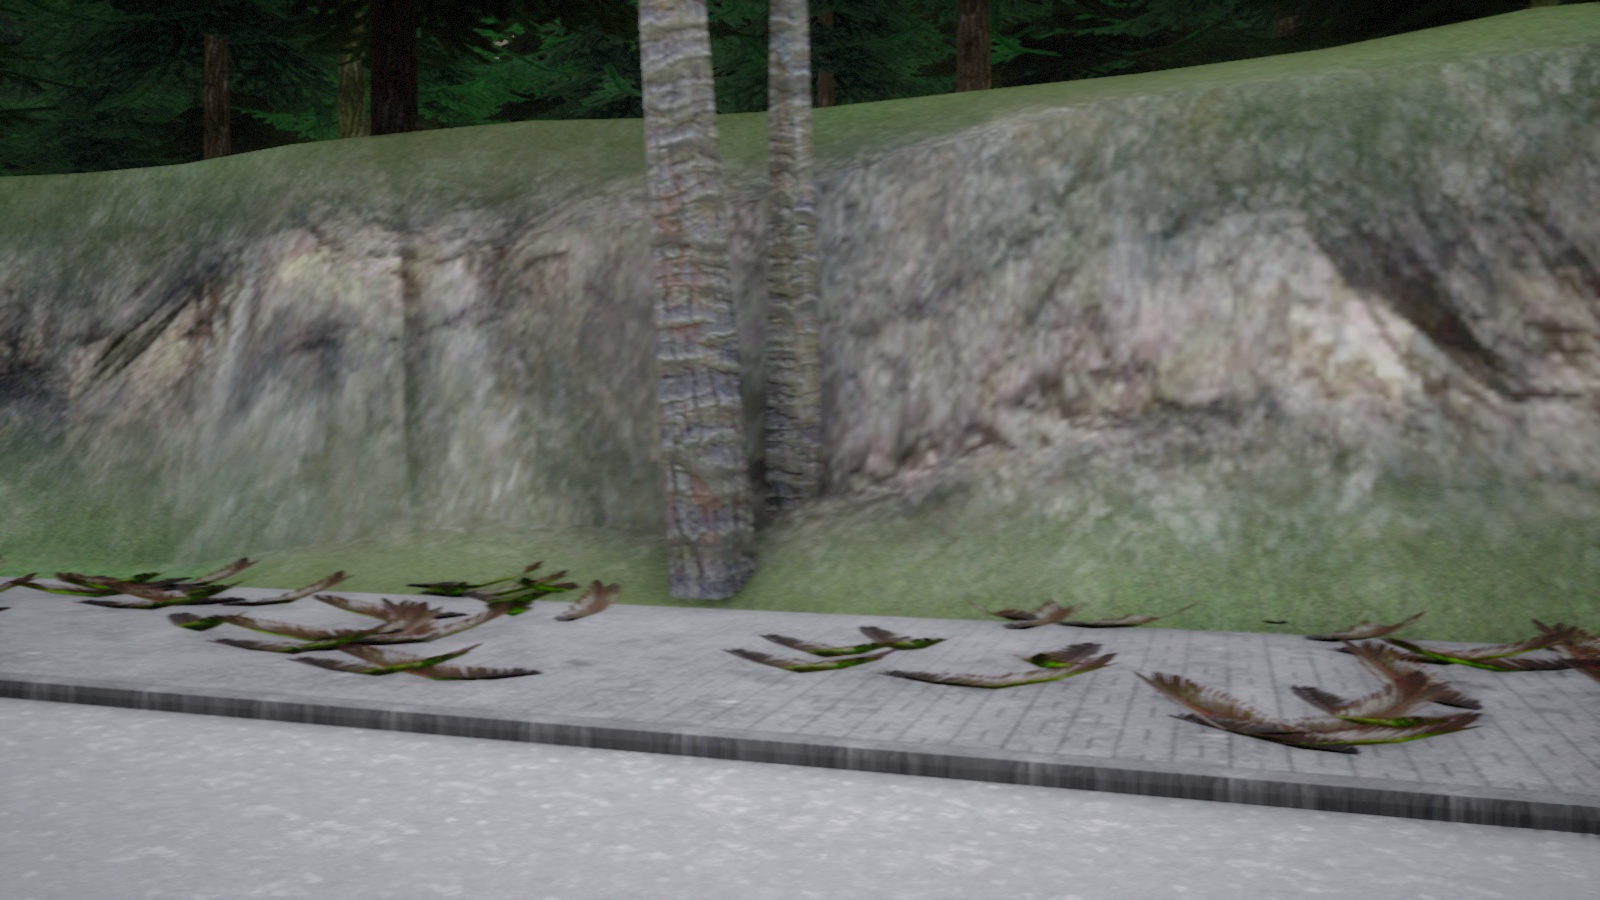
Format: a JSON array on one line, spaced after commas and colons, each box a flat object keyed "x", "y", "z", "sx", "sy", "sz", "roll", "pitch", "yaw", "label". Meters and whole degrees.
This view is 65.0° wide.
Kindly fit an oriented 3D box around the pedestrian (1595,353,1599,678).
[{"x": 5.150, "y": 0.396, "z": 7.280, "sx": 0.788, "sy": 1.949, "sz": 0.423, "roll": 0, "pitch": 1, "yaw": 10, "label": "pedestrian"}]
